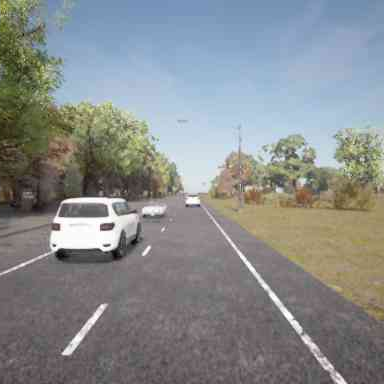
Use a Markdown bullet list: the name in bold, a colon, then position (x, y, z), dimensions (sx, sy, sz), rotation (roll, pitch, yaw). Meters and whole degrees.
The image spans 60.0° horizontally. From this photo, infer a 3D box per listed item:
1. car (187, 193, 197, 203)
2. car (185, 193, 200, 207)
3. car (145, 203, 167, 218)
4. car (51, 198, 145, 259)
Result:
- **car**: position (0.031, 1.315, 73.012), dimensions (2.150, 2.045, 5.566), rotation (0, 0, 0)
- **car**: position (0.121, 1.285, 53.762), dimensions (2.150, 2.045, 5.566), rotation (0, 0, 0)
- **car**: position (-3.388, 1.637, 31.076), dimensions (1.895, 1.301, 4.718), rotation (0, 0, 0)
- **car**: position (-3.397, 1.236, 12.728), dimensions (2.150, 2.045, 5.566), rotation (0, 0, 0)
